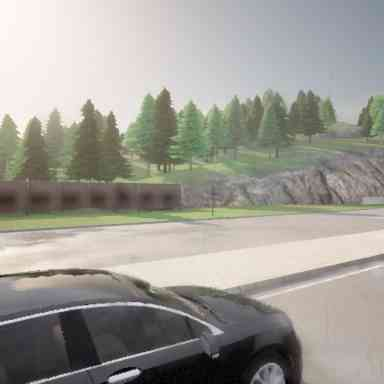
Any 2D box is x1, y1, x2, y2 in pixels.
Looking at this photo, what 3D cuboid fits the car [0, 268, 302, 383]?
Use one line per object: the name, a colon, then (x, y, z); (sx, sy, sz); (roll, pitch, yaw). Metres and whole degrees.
car: (-1.016, 1.505, 3.020); (4.892, 1.490, 1.837); (0, 0, -35)
